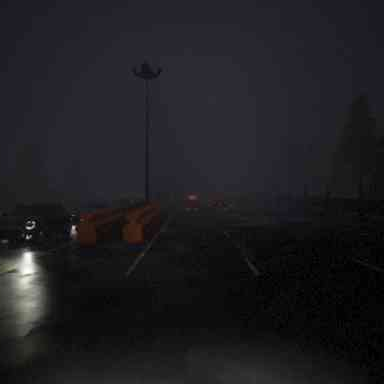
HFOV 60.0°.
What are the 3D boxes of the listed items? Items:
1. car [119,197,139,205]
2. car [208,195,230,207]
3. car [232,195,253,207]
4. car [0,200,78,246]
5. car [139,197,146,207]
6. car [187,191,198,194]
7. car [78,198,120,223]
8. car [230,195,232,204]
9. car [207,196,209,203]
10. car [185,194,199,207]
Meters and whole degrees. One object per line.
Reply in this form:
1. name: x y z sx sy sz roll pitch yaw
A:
1. car: -7.038 1.343 34.321 1.812 1.442 4.674 0 0 0
2. car: 3.643 1.361 44.865 1.895 1.301 4.718 0 0 0
3. car: 7.043 1.235 45.383 1.882 1.535 5.008 0 0 0
4. car: -7.075 1.273 14.838 2.097 1.767 4.553 0 0 0
5. car: -6.994 1.326 44.628 1.994 1.385 4.181 0 0 1
6. car: 0.053 0.923 55.838 2.150 2.045 5.566 0 0 0
7. car: -7.065 1.417 24.345 2.033 1.411 5.357 0 0 0
8. car: 7.053 1.228 55.803 1.812 1.442 4.674 0 0 0
9. car: 3.554 1.178 56.044 1.882 1.535 5.008 0 0 0
10. car: 0.044 1.356 45.837 1.895 1.301 4.718 0 0 0
